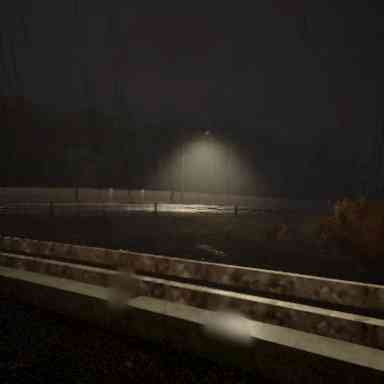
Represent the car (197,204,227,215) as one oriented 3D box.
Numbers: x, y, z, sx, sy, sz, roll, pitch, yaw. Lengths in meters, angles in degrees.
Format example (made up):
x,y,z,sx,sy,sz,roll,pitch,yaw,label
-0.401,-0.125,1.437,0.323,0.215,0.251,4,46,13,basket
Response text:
x,y,z,sx,sy,sz,roll,pitch,yaw,label
2.724,2.314,45.440,4.181,1.385,1.994,3,-2,-26,car
